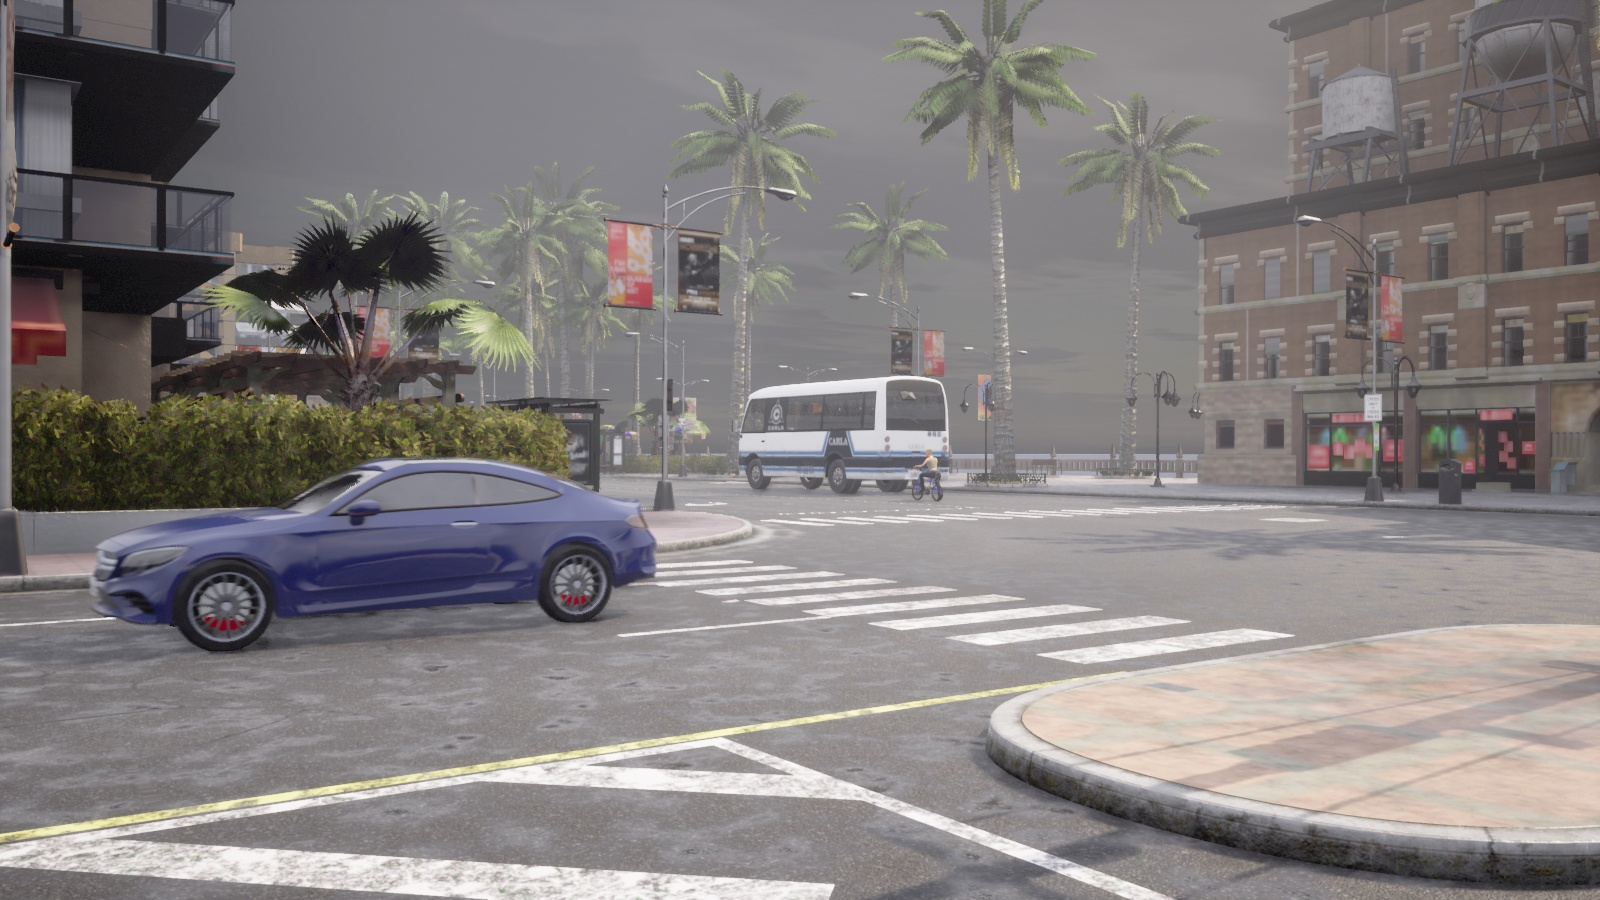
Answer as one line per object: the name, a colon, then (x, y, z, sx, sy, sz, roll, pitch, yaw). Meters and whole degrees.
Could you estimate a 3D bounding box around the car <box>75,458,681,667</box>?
car: (-3.525, 0.805, 10.919, 4.674, 1.442, 1.812, 0, 0, -35)

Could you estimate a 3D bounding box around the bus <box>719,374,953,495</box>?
bus: (1.119, -0.529, 49.471, 3.944, 4.253, 10.273, 0, 0, -34)

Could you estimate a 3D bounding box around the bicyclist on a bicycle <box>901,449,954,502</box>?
bicyclist on a bicycle: (3.960, 0.766, 39.015, 0.866, 1.612, 1.509, 0, 0, -34)
